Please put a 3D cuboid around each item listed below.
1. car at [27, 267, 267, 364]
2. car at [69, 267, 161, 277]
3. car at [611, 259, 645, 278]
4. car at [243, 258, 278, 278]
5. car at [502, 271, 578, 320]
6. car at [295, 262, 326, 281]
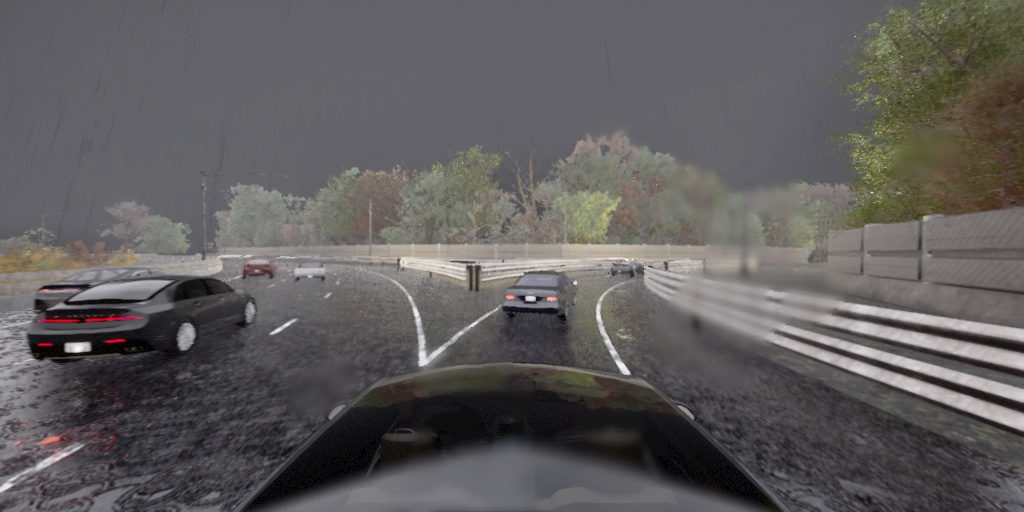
[{"bbox_3d":[-7.549,1.172,8.025,1.837,1.490,4.892,0,1,-16],"label":"car"},{"bbox_3d":[-12.357,1.108,11.654,2.128,1.511,4.902,0,1,-18],"label":"car"},{"bbox_3d":[10.020,1.016,30.355,2.128,1.511,4.902,0,1,38],"label":"car"},{"bbox_3d":[-19.638,0.918,28.117,1.882,1.535,5.008,0,1,-29],"label":"car"},{"bbox_3d":[1.153,1.204,12.316,2.033,1.411,5.357,0,0,15],"label":"car"},{"bbox_3d":[-14.674,1.075,26.291,1.895,1.301,4.718,0,1,-27],"label":"car"}]
